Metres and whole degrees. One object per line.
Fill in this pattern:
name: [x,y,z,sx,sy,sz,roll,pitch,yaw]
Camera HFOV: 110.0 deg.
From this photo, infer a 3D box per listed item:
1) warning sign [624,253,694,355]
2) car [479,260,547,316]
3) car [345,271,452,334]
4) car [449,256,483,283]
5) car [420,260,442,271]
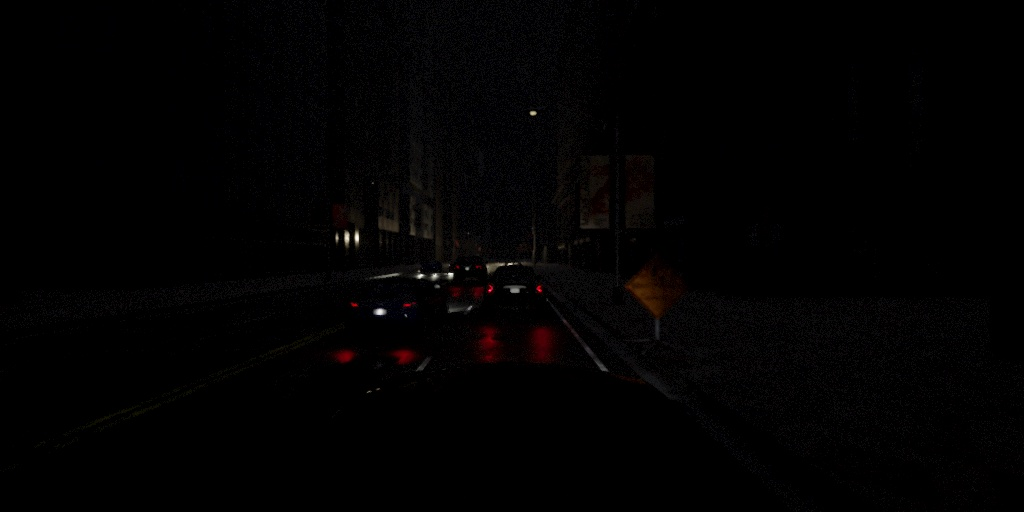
warning sign: [2.850,0.870,7.054,1.300,1.860,1.060,0,0,0]
car: [0.088,1.114,13.482,2.097,1.767,4.553,0,0,0]
car: [-3.177,1.323,10.667,1.994,1.385,4.181,0,0,0]
car: [-3.165,0.999,28.125,2.150,2.045,5.566,0,0,0]
car: [-9.841,1.278,43.939,1.882,1.535,5.008,0,0,0]
